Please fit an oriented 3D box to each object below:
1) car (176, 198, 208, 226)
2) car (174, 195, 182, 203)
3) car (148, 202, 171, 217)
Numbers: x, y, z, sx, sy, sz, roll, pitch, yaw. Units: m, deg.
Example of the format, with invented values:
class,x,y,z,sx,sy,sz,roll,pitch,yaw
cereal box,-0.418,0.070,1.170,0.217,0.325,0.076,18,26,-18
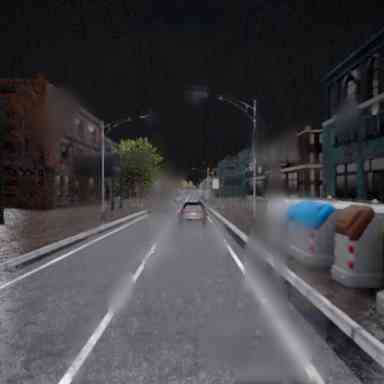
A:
class,x,y,z,sx,sy,sz,roll,pitch,yaw
car,0.097,1.471,23.752,2.033,1.649,4.856,0,0,0
car,-3.008,1.529,74.228,2.128,1.511,4.902,0,0,0
car,-3.098,1.645,32.654,1.994,1.385,4.181,0,0,0
